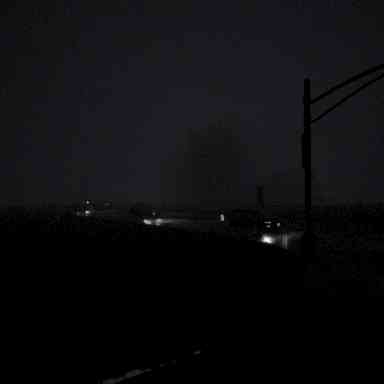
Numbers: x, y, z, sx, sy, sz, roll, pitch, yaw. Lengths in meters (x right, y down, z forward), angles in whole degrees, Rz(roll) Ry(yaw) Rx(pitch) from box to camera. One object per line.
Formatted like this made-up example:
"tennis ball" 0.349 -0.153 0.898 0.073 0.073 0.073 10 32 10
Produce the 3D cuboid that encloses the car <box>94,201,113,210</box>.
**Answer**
"car" -14.357 2.152 53.826 2.128 1.511 4.902 -1 0 -35

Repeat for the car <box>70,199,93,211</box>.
"car" -17.672 2.302 52.250 1.994 1.385 4.181 -1 0 -35

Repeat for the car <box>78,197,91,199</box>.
"car" -20.415 2.027 62.263 2.150 2.045 5.566 -1 0 -36

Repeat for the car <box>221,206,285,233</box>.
"car" 3.849 1.733 21.877 1.837 1.490 4.892 -1 0 -33

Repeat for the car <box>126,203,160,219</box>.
"car" -5.152 1.930 34.663 2.128 1.511 4.902 -1 0 -36
